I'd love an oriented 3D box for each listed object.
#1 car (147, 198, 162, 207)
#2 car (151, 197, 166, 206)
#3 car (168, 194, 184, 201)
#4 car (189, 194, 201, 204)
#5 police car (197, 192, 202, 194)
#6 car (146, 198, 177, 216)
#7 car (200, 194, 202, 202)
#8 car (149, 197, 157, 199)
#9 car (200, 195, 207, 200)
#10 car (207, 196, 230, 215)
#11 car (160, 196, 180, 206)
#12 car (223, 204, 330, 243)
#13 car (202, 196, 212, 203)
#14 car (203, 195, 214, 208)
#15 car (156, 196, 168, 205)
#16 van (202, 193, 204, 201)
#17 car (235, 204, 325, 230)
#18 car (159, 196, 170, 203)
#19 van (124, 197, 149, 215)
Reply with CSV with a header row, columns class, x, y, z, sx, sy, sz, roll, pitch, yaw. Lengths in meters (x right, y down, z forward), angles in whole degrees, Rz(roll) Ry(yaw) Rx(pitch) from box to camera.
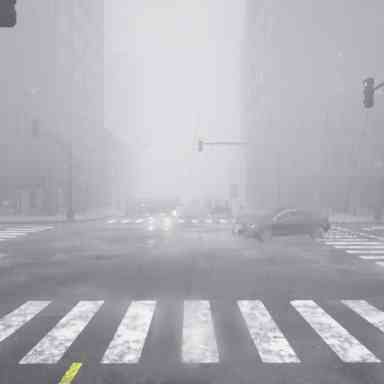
class,x,y,z,sx,sy,sz,roll,pitch,yaw
car,-5.614,1.584,50.436,1.802,1.307,4.206,0,0,0
car,-5.586,1.568,56.105,1.947,1.339,4.313,0,0,0
car,-2.829,1.550,53.879,2.033,1.411,5.357,0,0,1
car,0.311,1.526,63.797,1.812,1.442,4.674,0,0,0
police car,2.754,1.420,79.498,1.930,1.638,5.238,0,0,0
car,-2.940,1.602,33.206,1.895,1.301,4.718,0,0,3
car,2.968,1.526,61.907,1.752,1.417,4.829,0,0,0
car,-5.670,1.442,39.100,1.967,1.590,4.097,0,0,0
car,3.108,1.557,90.084,1.947,1.339,4.313,0,0,0
car,2.828,1.442,33.392,1.967,1.590,4.097,0,0,0
car,-2.890,1.603,43.189,1.895,1.301,4.718,0,0,1
car,4.285,1.499,15.944,4.902,1.511,2.128,0,0,-21
car,2.996,1.551,67.407,2.008,1.369,4.403,0,0,0
car,2.883,1.443,44.730,1.967,1.590,4.097,0,0,0
car,-5.559,1.526,61.603,1.752,1.417,4.829,0,0,0
van,2.939,1.343,56.068,1.690,1.788,3.998,0,0,0
car,5.573,1.549,21.490,5.357,1.411,2.033,0,0,14
car,-5.530,1.566,67.441,1.947,1.339,4.313,0,0,0
van,-5.698,1.343,33.431,1.690,1.788,3.998,0,0,0
